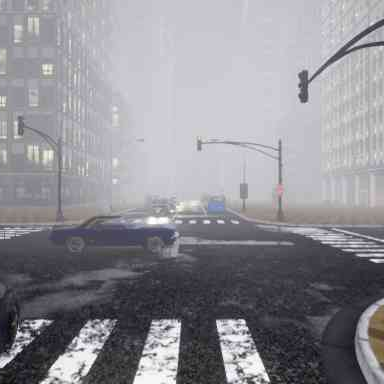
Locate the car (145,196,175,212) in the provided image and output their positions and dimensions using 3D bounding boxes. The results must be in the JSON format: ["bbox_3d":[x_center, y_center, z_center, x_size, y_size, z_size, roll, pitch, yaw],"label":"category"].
[{"bbox_3d":[-3.176,1.491,33.311,2.128,1.511,4.902,0,0,-1],"label":"car"}]

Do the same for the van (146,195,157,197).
[{"bbox_3d":[-5.679,1.340,47.045,1.690,1.788,3.998,0,0,0],"label":"van"}]

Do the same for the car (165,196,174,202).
[{"bbox_3d":[-5.491,1.577,80.281,1.802,1.307,4.206,0,0,0],"label":"car"}]

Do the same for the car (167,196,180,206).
[{"bbox_3d":[-3.024,1.476,55.908,1.882,1.535,5.008,0,0,0],"label":"car"}]

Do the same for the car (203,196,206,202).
[{"bbox_3d":[2.693,1.544,41.462,1.887,1.381,4.507,0,0,0],"label":"car"}]

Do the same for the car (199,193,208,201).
[{"bbox_3d":[2.922,1.308,85.773,2.192,1.841,5.009,0,0,0],"label":"car"}]

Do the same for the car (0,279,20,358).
[{"bbox_3d":[-3.180,1.564,3.160,1.994,1.385,4.181,0,0,-13],"label":"car"}]

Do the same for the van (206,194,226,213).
[{"bbox_3d":[2.752,1.340,35.923,1.690,1.788,3.998,0,0,0],"label":"van"}]

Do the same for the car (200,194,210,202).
[{"bbox_3d":[2.859,1.311,74.695,2.192,1.841,5.009,0,0,0],"label":"car"}]

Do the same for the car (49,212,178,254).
[{"bbox_3d":[-2.898,1.603,13.052,4.718,1.301,1.895,0,0,-1],"label":"car"}]

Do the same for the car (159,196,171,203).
[{"bbox_3d":[-5.554,1.548,69.201,2.008,1.369,4.403,0,0,0],"label":"car"}]

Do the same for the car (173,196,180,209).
[{"bbox_3d":[-3.110,1.546,43.836,2.033,1.411,5.357,0,0,0],"label":"car"}]

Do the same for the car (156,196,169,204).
[{"bbox_3d":[-5.585,1.563,63.663,1.947,1.339,4.313,0,0,0],"label":"car"}]

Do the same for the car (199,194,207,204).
[{"bbox_3d":[2.796,1.312,63.616,2.192,1.841,5.009,0,0,0],"label":"car"}]

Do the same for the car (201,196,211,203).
[{"bbox_3d":[2.826,1.541,69.155,1.887,1.381,4.507,0,0,0],"label":"car"}]
